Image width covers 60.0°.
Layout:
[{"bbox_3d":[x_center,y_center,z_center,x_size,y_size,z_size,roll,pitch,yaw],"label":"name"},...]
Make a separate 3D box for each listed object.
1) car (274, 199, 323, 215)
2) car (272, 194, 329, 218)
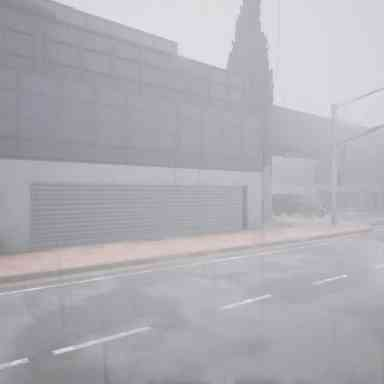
[{"bbox_3d":[10.960,1.526,34.480,1.812,1.442,4.674,0,0,-37],"label":"car"},{"bbox_3d":[9.615,1.222,30.422,2.150,2.045,5.566,0,0,-37],"label":"car"}]
